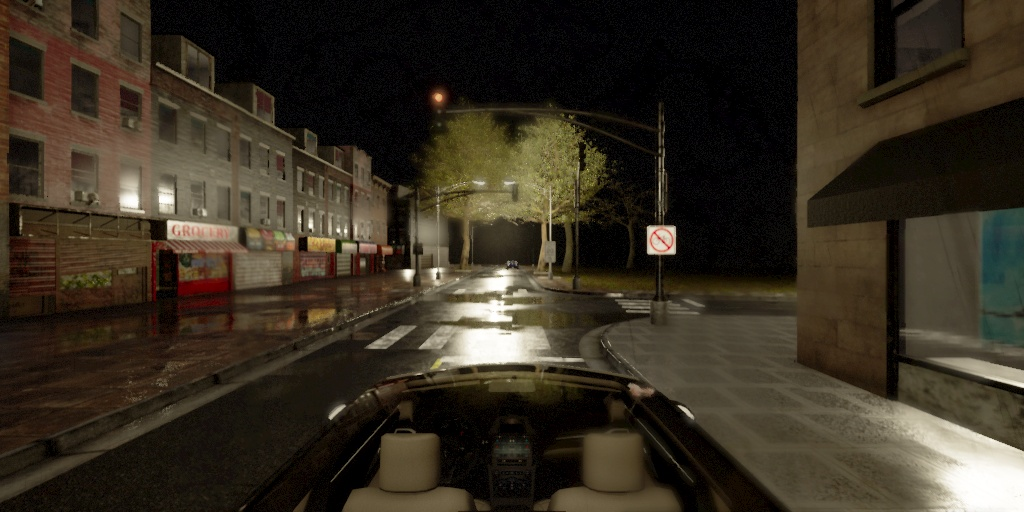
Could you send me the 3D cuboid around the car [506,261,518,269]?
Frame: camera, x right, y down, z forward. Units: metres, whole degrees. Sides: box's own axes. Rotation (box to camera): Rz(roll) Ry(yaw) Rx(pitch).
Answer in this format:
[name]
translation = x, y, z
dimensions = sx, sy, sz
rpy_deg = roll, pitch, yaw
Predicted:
[car]
translation = -0.004, 1.440, 57.981
dimensions = 1.895, 1.301, 4.718
rpy_deg = 0, 0, -2
